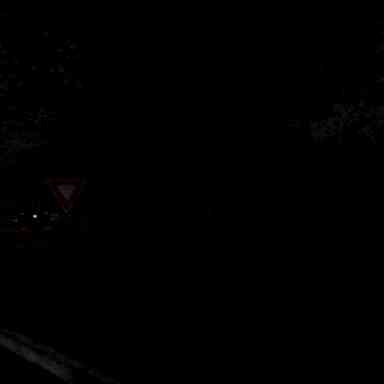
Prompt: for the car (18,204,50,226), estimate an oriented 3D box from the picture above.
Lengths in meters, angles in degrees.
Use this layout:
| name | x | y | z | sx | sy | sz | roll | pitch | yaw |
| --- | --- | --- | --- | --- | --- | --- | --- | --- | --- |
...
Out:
| name | x | y | z | sx | sy | sz | roll | pitch | yaw |
| --- | --- | --- | --- | --- | --- | --- | --- | --- | --- |
| car | -11.265 | 1.564 | 23.690 | 1.994 | 1.385 | 4.181 | 0 | 0 | -28 |
